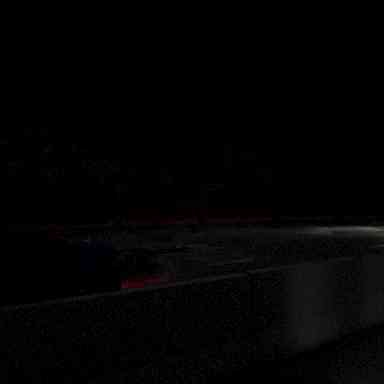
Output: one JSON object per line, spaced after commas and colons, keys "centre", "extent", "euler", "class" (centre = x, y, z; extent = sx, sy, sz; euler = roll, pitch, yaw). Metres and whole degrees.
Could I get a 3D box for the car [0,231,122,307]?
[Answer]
{"centre": [-3.687, 1.453, 5.494], "extent": [5.008, 1.535, 1.882], "euler": [1, 0, -34], "class": "car"}
